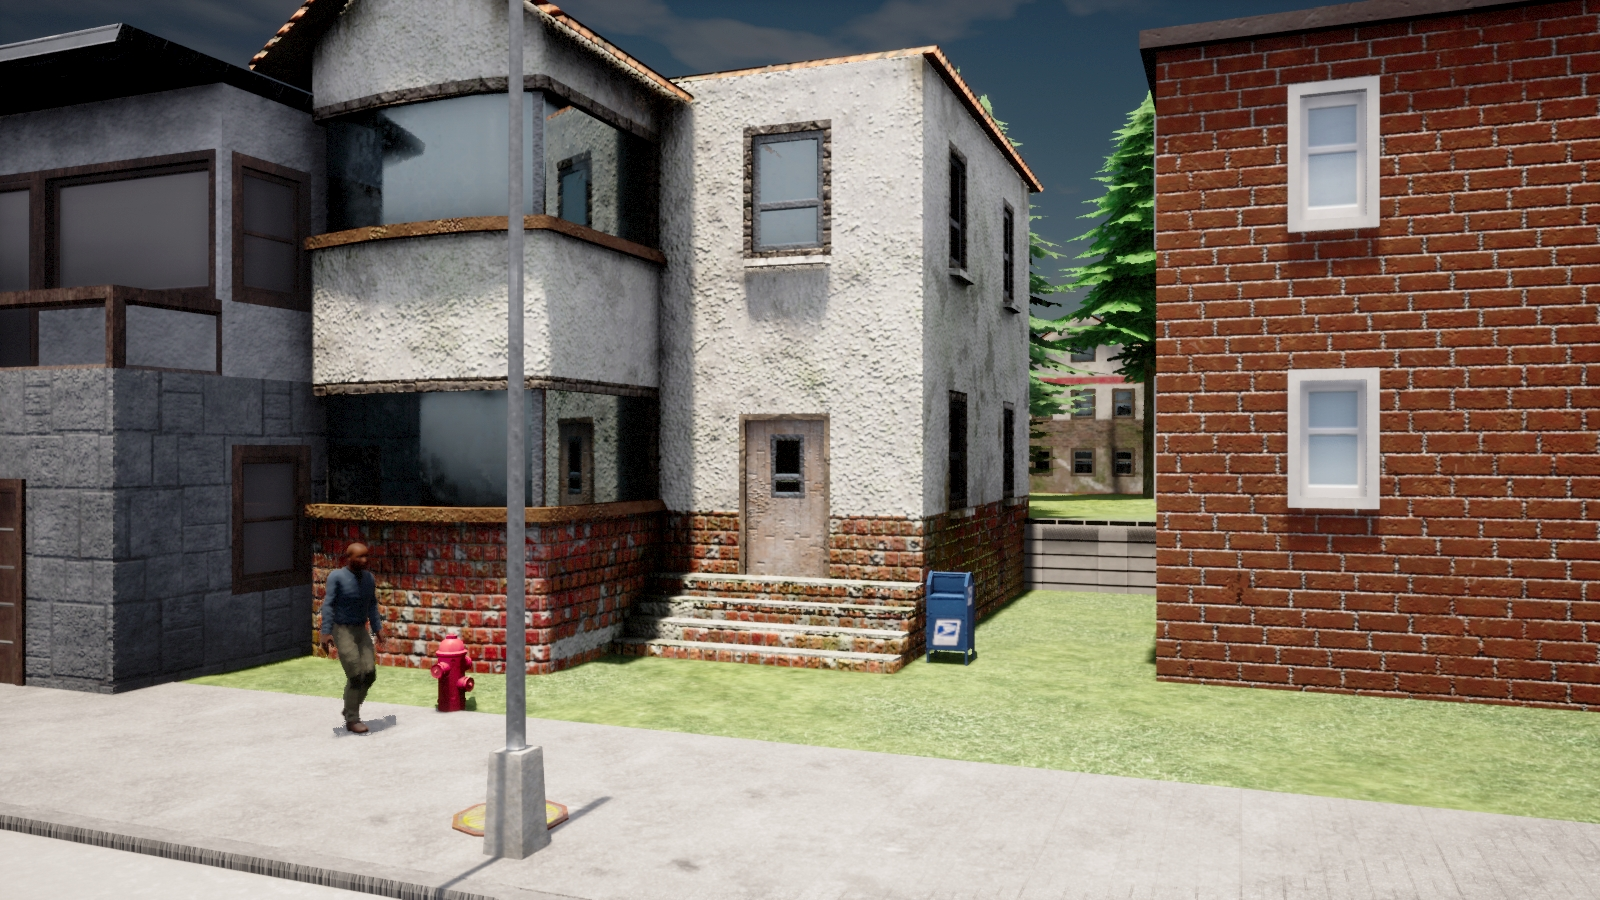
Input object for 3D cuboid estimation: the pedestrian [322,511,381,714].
[{"bbox_3d":[-4.273,1.524,10.887,0.375,1.860,0.375,0,0,30],"label":"pedestrian"}]
